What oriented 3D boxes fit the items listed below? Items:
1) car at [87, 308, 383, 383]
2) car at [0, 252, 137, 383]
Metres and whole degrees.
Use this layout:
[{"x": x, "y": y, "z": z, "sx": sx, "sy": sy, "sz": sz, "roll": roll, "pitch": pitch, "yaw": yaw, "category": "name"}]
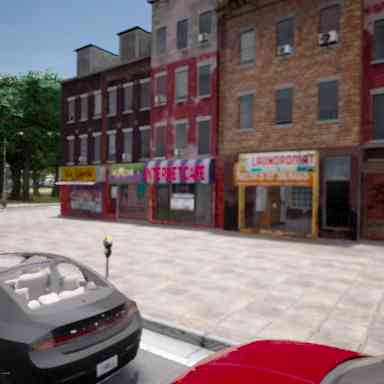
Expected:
[{"x": 1.747, "y": 1.545, "z": 1.546, "sx": 4.507, "sy": 1.381, "sz": 1.887, "roll": 0, "pitch": 1, "yaw": 36, "category": "car"}, {"x": -2.649, "y": 1.549, "z": 4.693, "sx": 4.403, "sy": 1.369, "sz": 2.008, "roll": 0, "pitch": 1, "yaw": 36, "category": "car"}]
